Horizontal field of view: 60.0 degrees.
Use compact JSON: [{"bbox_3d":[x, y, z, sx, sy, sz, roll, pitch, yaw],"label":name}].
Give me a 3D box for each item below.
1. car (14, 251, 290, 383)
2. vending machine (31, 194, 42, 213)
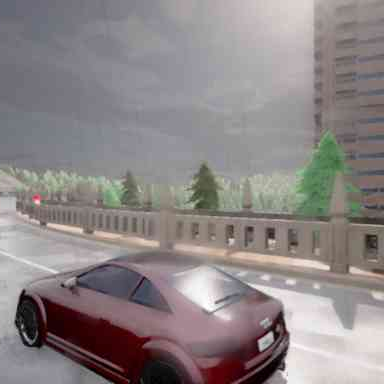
[{"bbox_3d":[-0.777,1.580,4.825,4.181,1.385,1.994,0,0,38],"label":"car"},{"bbox_3d":[-17.410,1.283,37.150,1.100,2.100,0.880,0,0,-27],"label":"vending machine"}]
